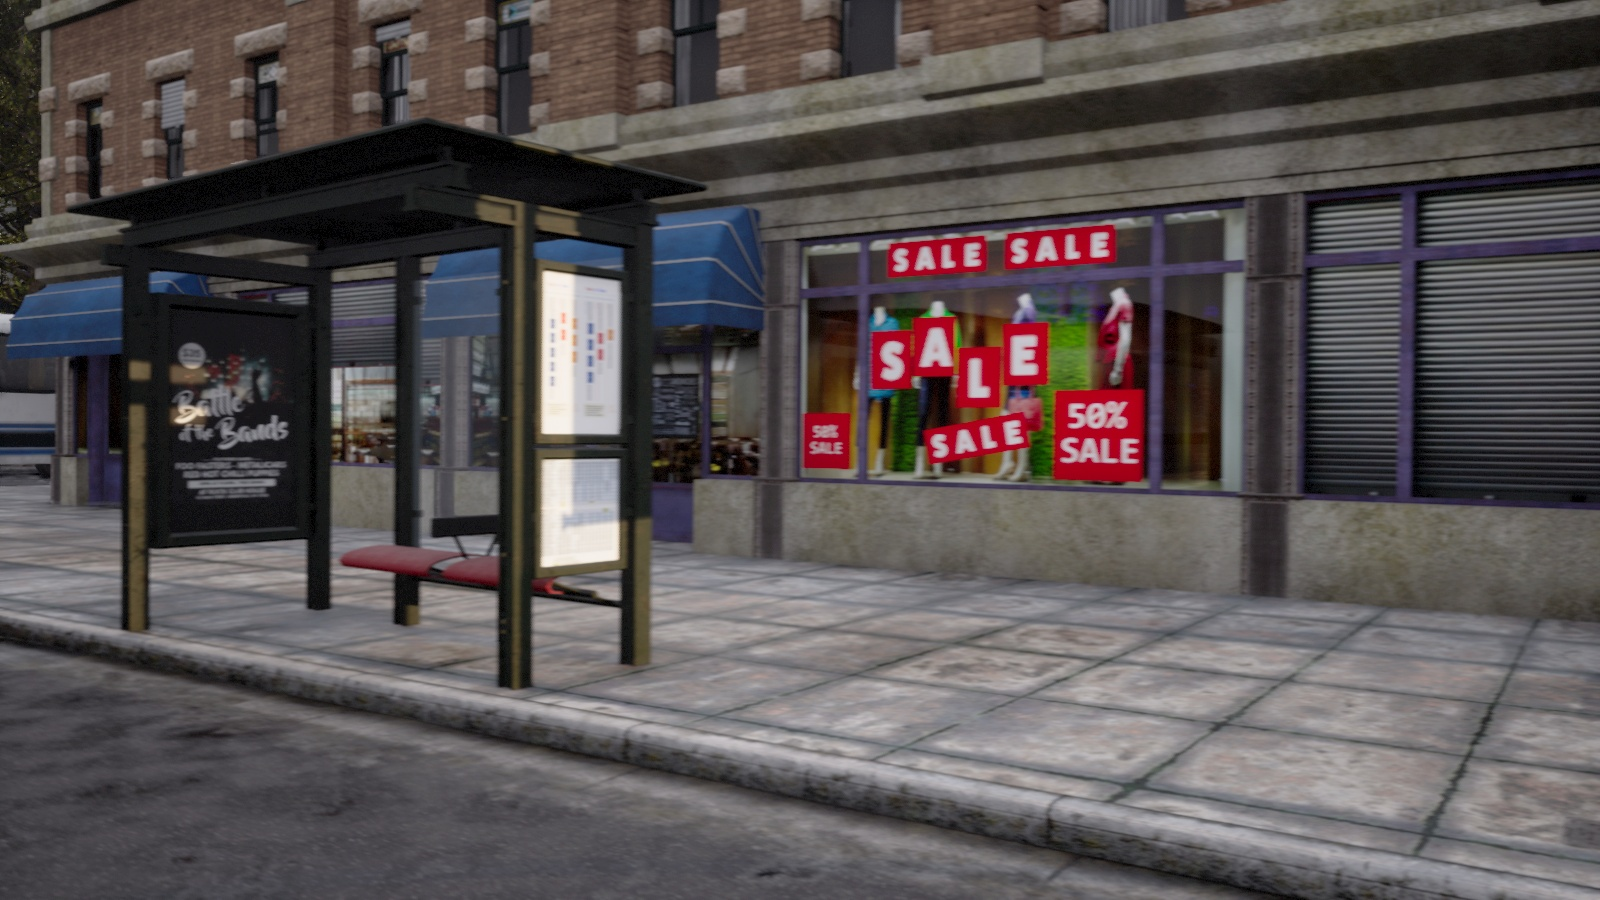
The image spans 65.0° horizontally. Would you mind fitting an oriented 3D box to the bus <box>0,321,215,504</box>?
[{"bbox_3d":[-20.078,-0.886,30.940,3.944,4.253,10.273,0,1,22],"label":"bus"}]
